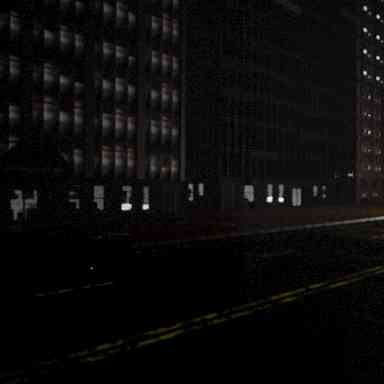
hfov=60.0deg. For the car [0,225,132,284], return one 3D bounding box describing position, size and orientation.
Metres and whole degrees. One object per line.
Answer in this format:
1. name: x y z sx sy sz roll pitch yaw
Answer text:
1. car: -4.106 1.589 8.728 4.718 1.301 1.895 -1 0 -35
